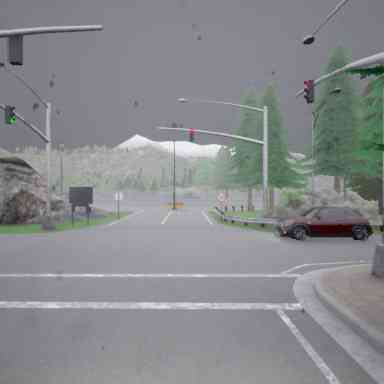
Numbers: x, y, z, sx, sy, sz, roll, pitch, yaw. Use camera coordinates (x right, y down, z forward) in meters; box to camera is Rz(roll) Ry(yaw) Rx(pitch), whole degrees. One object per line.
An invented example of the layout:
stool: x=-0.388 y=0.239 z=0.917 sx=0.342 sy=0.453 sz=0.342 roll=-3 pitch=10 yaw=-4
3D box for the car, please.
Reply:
car: x=6.718 y=1.543 z=17.328 sx=4.553 sy=1.767 sz=2.097 roll=0 pitch=0 yaw=1
